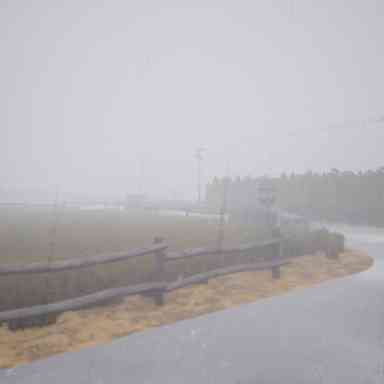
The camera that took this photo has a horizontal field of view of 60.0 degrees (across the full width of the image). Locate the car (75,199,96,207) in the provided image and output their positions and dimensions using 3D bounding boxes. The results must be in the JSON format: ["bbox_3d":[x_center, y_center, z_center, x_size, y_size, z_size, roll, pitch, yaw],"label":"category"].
[{"bbox_3d":[-15.959,1.642,50.025,1.895,1.301,4.718,0,0,-35],"label":"car"}]

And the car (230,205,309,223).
[{"bbox_3d":[4.633,1.534,20.793,2.033,1.411,5.357,0,0,-35],"label":"car"}]

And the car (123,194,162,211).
[{"bbox_3d":[-5.252,1.207,34.761,2.150,2.045,5.566,0,0,-35],"label":"car"}]
